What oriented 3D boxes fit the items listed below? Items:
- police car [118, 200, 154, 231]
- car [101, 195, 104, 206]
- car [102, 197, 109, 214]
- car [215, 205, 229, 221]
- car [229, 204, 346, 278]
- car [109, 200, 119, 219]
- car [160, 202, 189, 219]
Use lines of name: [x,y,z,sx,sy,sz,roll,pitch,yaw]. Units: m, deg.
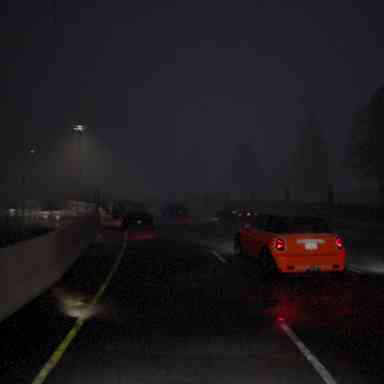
police car: [-3.646,1.557,21.842,1.930,1.638,5.238,0,0,-13]
car: [-15.485,1.562,53.376,2.150,2.045,5.566,0,0,-33]
car: [-8.533,1.686,37.260,1.801,1.575,5.366,0,0,-22]
car: [3.467,1.682,26.553,2.033,1.411,5.357,0,0,-15]
car: [2.791,1.401,10.528,2.097,1.767,4.553,0,0,-6]
car: [-6.354,1.543,31.391,2.097,1.767,4.553,0,0,-19]
car: [-1.758,1.657,31.724,1.882,1.535,5.008,0,0,-18]
